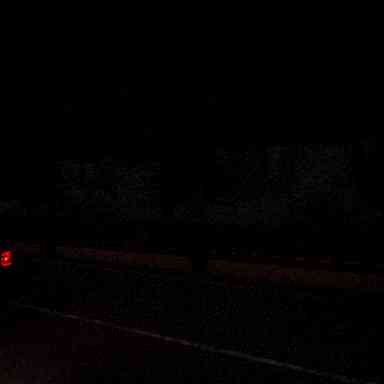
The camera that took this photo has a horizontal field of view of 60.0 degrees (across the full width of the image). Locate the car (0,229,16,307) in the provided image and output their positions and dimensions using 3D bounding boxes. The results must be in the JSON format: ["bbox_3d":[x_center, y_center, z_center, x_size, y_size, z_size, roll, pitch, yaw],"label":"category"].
[{"bbox_3d":[-5.862,1.332,6.267,5.566,2.045,2.150,0,-2,25],"label":"car"}]
